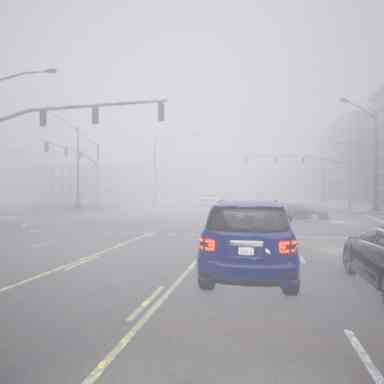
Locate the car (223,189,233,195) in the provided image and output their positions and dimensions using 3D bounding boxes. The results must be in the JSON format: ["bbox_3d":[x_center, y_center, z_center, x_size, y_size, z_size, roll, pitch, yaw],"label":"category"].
[{"bbox_3d":[6.167,0.773,64.757,2.150,2.045,5.566,0,1,12],"label":"car"}]

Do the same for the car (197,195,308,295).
[{"bbox_3d":[1.544,1.218,8.964,2.150,2.045,5.566,0,0,11],"label":"car"}]

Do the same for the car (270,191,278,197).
[{"bbox_3d":[20.908,0.572,84.588,1.837,1.490,4.892,0,1,11],"label":"car"}]

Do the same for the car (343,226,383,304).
[{"bbox_3d":[4.806,1.488,7.432,2.128,1.511,4.902,0,0,11],"label":"car"}]

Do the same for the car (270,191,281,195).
[{"bbox_3d":[18.927,0.675,74.739,2.097,1.767,4.553,0,1,11],"label":"car"}]

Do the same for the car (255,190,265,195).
[{"bbox_3d":[15.504,0.871,75.468,1.994,1.385,4.181,0,1,11],"label":"car"}]

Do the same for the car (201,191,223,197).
[{"bbox_3d":[2.642,1.055,47.508,2.150,2.045,5.566,0,1,11],"label":"car"}]

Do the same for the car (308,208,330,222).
[{"bbox_3d":[7.698,1.512,25.605,5.357,1.411,2.033,0,0,23],"label":"car"}]

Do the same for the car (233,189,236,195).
[{"bbox_3d":[9.393,0.249,80.585,2.150,2.045,5.566,0,1,11],"label":"car"}]
